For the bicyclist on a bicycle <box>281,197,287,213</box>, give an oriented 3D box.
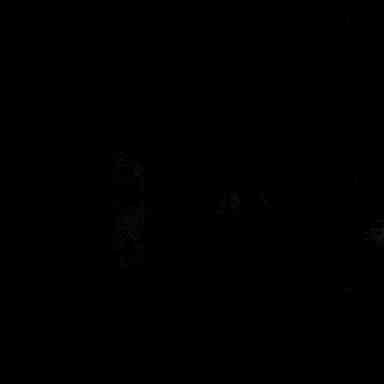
[{"bbox_3d":[9.011,1.370,33.270,1.656,1.620,0.582,0,0,-36],"label":"bicyclist on a bicycle"}]
